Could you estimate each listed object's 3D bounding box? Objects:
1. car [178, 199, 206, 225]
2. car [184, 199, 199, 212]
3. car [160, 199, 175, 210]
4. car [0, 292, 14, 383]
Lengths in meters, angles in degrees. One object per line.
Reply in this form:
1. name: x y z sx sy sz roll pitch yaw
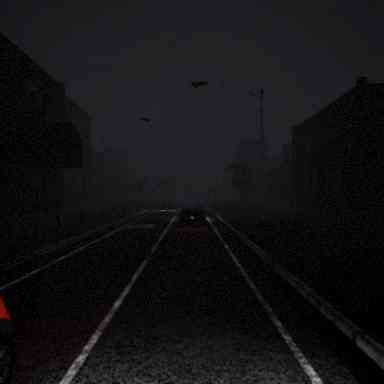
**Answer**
1. car: 0.009 1.572 24.728 1.882 1.535 5.008 0 0 0
2. car: -0.057 1.640 41.640 1.812 1.442 4.674 0 0 0
3. car: -3.253 1.634 44.949 2.033 1.411 5.357 1 1 0
4. car: -3.105 1.368 1.938 2.097 1.767 4.553 0 0 0
